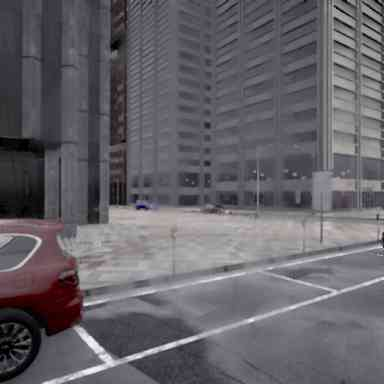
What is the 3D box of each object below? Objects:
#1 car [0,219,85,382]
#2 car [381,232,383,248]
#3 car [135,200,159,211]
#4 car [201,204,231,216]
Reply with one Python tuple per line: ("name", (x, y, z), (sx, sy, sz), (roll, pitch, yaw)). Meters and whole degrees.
("car", (-3.840, 1.313, 3.887), (5.009, 1.841, 2.192), (0, 0, -36))
("car", (9.473, 1.632, 13.571), (4.313, 1.339, 1.947), (0, 0, -36))
("car", (-7.969, 2.457, 58.347), (2.150, 2.045, 5.566), (0, -1, -36))
("car", (3.046, 2.287, 42.893), (1.812, 1.442, 4.674), (0, -1, -36))
